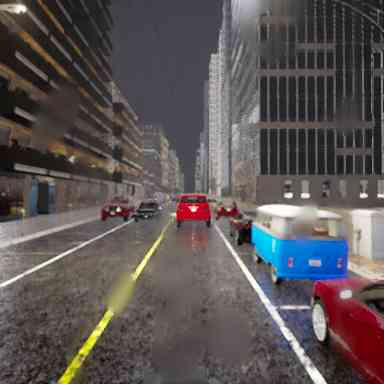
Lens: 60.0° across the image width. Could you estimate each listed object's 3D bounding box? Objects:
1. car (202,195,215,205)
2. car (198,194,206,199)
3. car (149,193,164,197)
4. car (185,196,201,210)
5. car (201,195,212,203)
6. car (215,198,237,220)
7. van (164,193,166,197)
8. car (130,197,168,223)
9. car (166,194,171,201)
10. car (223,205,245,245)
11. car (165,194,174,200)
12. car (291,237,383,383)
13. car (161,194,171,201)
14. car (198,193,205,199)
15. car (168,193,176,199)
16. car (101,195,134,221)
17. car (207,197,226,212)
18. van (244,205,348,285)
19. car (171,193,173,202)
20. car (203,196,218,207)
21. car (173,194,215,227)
[{"bbox_3d":[2.682,1.303,54.656,1.887,1.381,4.507,1,0,0],"label":"car"},{"bbox_3d":[2.687,1.195,88.842,1.802,1.307,4.206,1,0,0],"label":"car"},{"bbox_3d":[-5.664,1.224,49.085,1.967,1.590,4.097,1,0,0],"label":"car"},{"bbox_3d":[0.107,1.325,41.175,1.837,1.490,4.892,0,1,0],"label":"car"},{"bbox_3d":[2.683,1.258,60.524,1.752,1.417,4.829,1,0,0],"label":"car"},{"bbox_3d":[2.679,1.325,26.167,1.967,1.590,4.097,1,0,0],"label":"car"},{"bbox_3d":[-5.661,1.099,54.782,1.690,1.788,3.998,1,0,0],"label":"van"},{"bbox_3d":[-3.094,1.395,24.804,1.837,1.490,4.892,0,0,0],"label":"car"},{"bbox_3d":[-5.659,1.048,60.479,2.192,1.841,5.009,1,0,0],"label":"car"},{"bbox_3d":[2.675,1.501,14.772,1.947,1.339,4.313,1,0,0],"label":"car"},{"bbox_3d":[-5.660,1.181,83.271,1.887,1.381,4.507,1,0,0],"label":"car"},{"bbox_3d":[2.673,1.529,3.377,1.887,1.381,4.507,1,0,0],"label":"car"},{"bbox_3d":[-5.662,1.210,71.706,1.752,1.417,4.829,1,0,0],"label":"car"},{"bbox_3d":[2.689,1.134,94.540,1.887,1.381,4.507,1,0,0],"label":"car"},{"bbox_3d":[-5.658,1.115,94.496,1.752,1.417,4.829,1,0,0],"label":"car"},{"bbox_3d":[-5.665,1.199,26.294,2.192,1.841,5.009,1,0,0],"label":"car"},{"bbox_3d":[2.679,1.359,37.733,1.752,1.417,4.829,1,0,0],"label":"car"},{"bbox_3d":[2.678,1.301,9.073,1.690,1.788,3.998,1,0,0],"label":"van"},{"bbox_3d":[-3.005,1.183,65.702,1.882,1.535,5.008,0,0,0],"label":"car"},{"bbox_3d":[2.681,1.335,48.959,2.008,1.369,4.403,1,0,0],"label":"car"},{"bbox_3d":[0.103,1.125,22.272,2.150,2.045,5.566,0,0,0],"label":"car"}]
